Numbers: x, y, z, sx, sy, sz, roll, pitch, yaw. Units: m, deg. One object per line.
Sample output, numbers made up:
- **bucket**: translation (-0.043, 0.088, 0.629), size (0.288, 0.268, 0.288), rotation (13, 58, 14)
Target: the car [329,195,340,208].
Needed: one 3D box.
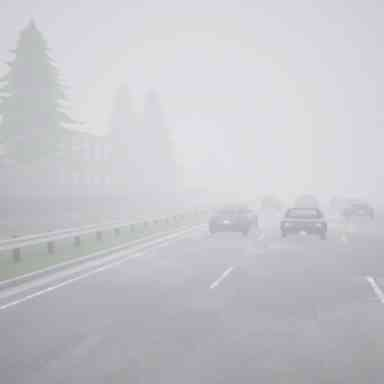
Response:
- **car**: translation (16.992, 1.051, 38.361), size (1.994, 1.385, 4.181), rotation (0, 0, 20)

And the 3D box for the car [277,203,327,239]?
- **car**: translation (5.451, 1.405, 16.184), size (1.895, 1.301, 4.718), rotation (0, 1, 19)

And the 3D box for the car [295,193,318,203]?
- **car**: translation (11.274, 0.952, 32.674), size (2.097, 1.767, 4.553), rotation (0, 1, 19)

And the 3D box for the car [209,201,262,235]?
- **car**: translation (2.331, 1.389, 17.863), size (1.994, 1.385, 4.181), rotation (0, 1, 19)

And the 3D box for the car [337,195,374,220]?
- **car**: translation (12.102, 1.184, 24.541), size (1.812, 1.442, 4.674), rotation (0, 0, 19)

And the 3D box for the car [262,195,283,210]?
- **car**: translation (8.387, 1.118, 35.008), size (1.837, 1.490, 4.892), rotation (0, 0, 19)
